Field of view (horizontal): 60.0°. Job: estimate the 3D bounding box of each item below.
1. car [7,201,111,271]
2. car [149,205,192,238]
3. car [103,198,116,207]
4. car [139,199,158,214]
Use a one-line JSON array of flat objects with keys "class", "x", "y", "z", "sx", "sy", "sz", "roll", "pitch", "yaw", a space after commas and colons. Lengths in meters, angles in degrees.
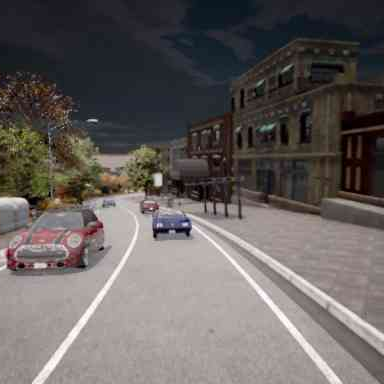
[{"class": "car", "x": -4.238, "y": 1.371, "z": 11.089, "sx": 2.097, "sy": 1.767, "sz": 4.553, "roll": -1, "pitch": 0, "yaw": -5}, {"class": "car", "x": -1.210, "y": 1.574, "z": 17.785, "sx": 1.895, "sy": 1.301, "sz": 4.718, "roll": -1, "pitch": 0, "yaw": -7}, {"class": "car", "x": -13.141, "y": 1.709, "z": 52.730, "sx": 1.994, "sy": 1.385, "sz": 4.181, "roll": -2, "pitch": 0, "yaw": -15}, {"class": "car", "x": -4.604, "y": 1.504, "z": 35.385, "sx": 1.812, "sy": 1.442, "sz": 4.674, "roll": -2, "pitch": 0, "yaw": -14}]
